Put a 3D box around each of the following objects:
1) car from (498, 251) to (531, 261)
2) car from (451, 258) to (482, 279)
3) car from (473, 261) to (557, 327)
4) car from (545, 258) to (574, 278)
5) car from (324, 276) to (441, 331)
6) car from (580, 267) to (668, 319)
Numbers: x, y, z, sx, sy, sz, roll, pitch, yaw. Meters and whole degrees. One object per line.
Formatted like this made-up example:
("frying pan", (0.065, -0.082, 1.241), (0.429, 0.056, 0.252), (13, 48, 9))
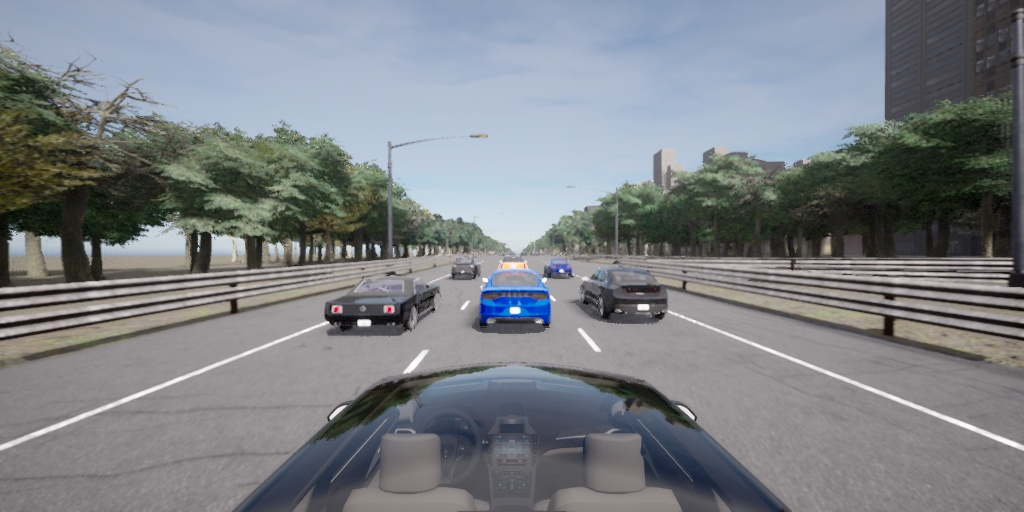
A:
("car", (0.096, 0.729, 27.010), (2.097, 1.767, 4.553), (0, 1, 0))
("car", (-3.403, 0.865, 27.236), (2.128, 1.511, 4.902), (0, 1, 0))
("car", (0.085, 1.105, 11.026), (1.882, 1.535, 5.008), (0, 1, 0))
("car", (3.600, 0.881, 28.280), (1.812, 1.442, 4.674), (0, 1, 0))
("car", (-3.417, 1.236, 10.538), (1.895, 1.301, 4.718), (0, 1, 0))
("car", (3.588, 1.116, 12.191), (1.837, 1.490, 4.892), (0, 1, 0))
